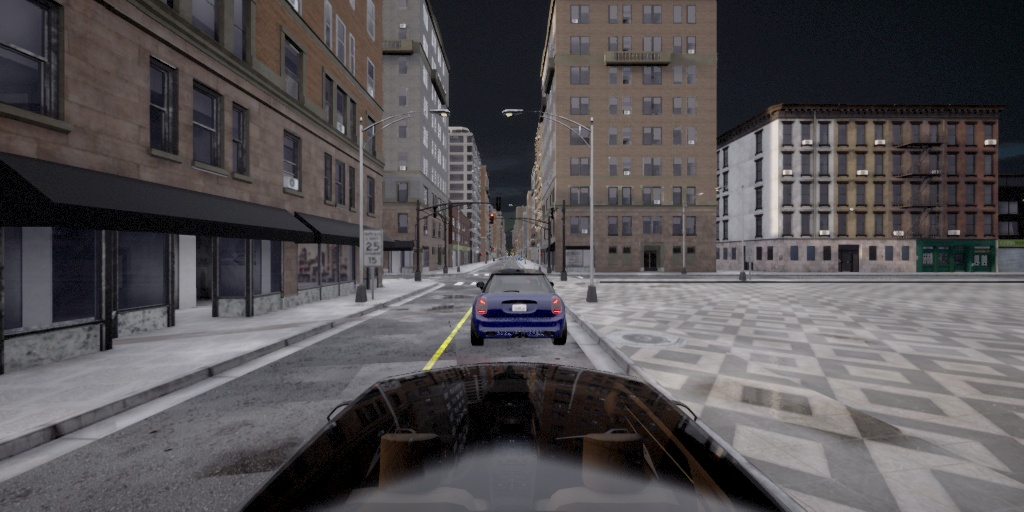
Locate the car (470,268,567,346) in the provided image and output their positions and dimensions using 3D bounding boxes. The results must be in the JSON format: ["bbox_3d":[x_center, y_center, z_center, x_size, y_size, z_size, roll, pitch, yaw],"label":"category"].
[{"bbox_3d":[0.099,1.101,9.604,2.097,1.767,4.553,0,0,-1],"label":"car"}]
